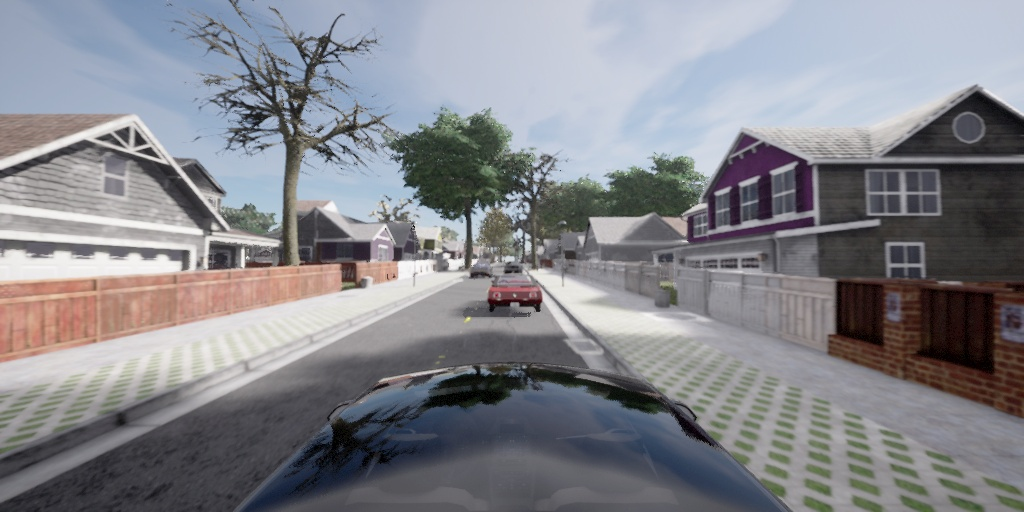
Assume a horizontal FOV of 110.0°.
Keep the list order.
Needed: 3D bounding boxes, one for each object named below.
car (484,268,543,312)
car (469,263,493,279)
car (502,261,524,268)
[{"bbox_3d":[0.102,1.337,14.178,1.895,1.301,4.718,0,0,0],"label":"car"},{"bbox_3d":[-2.746,1.307,33.139,2.033,1.411,5.357,0,0,0],"label":"car"},{"bbox_3d":[0.106,1.272,36.113,1.837,1.490,4.892,0,0,0],"label":"car"}]
